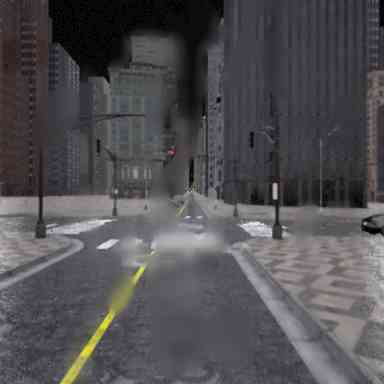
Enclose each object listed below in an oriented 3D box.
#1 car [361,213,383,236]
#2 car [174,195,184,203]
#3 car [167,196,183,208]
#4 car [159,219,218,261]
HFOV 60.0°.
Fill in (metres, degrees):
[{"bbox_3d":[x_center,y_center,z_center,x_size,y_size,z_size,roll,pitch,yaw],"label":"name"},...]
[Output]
[{"bbox_3d":[12.152,1.899,19.344,4.313,1.339,1.947,1,-1,0],"label":"car"},{"bbox_3d":[-2.948,1.610,71.641,2.150,2.045,5.566,0,0,0],"label":"car"},{"bbox_3d":[-3.029,1.898,55.238,2.033,1.411,5.357,0,0,1],"label":"car"},{"bbox_3d":[-0.259,1.682,12.640,1.895,1.301,4.718,0,0,-4],"label":"car"}]
